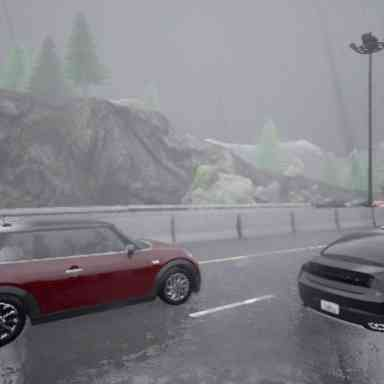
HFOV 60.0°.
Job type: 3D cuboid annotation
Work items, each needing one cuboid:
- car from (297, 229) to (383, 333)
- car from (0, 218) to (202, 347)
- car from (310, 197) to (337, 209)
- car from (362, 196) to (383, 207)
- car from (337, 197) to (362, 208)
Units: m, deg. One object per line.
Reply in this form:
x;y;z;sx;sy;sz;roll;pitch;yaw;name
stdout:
4.114;1.475;6.319;4.892;1.490;1.837;0;0;-33;car
-2.010;1.325;6.467;4.553;1.767;2.097;0;0;-35;car
17.136;1.365;40.616;5.357;1.411;2.033;0;0;-22;car
20.424;1.194;34.349;4.553;1.767;2.097;0;0;-21;car
19.467;1.319;37.752;4.902;1.511;2.128;0;0;-21;car
